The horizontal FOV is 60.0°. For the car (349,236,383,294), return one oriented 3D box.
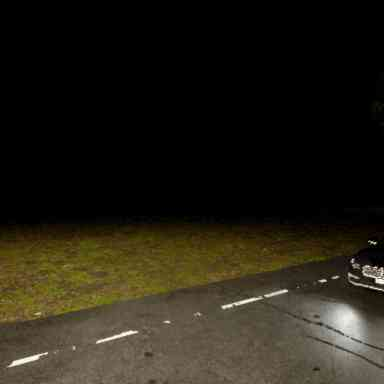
[{"bbox_3d":[5.668,1.500,7.926,4.892,1.490,1.837,0,0,-36],"label":"car"}]
